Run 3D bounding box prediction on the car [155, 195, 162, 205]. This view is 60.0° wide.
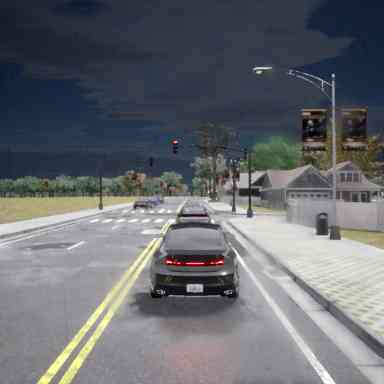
[{"bbox_3d":[-6.643,1.481,55.388,1.882,1.535,5.008,0,0,0],"label":"car"}]

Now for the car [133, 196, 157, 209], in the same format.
[{"bbox_3d":[-6.622,1.555,45.537,2.033,1.411,5.357,0,0,4],"label":"car"}]

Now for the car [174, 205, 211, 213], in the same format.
[{"bbox_3d":[0.055,1.501,18.770,2.128,1.511,4.902,0,0,-2],"label":"car"}]

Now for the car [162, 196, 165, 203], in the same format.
[{"bbox_3d":[-6.604,1.356,65.692,2.097,1.767,4.553,0,0,0],"label":"car"}]

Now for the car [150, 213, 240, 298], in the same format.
[{"bbox_3d":[0.075,1.510,8.500,1.837,1.490,4.892,0,0,1],"label":"car"}]
